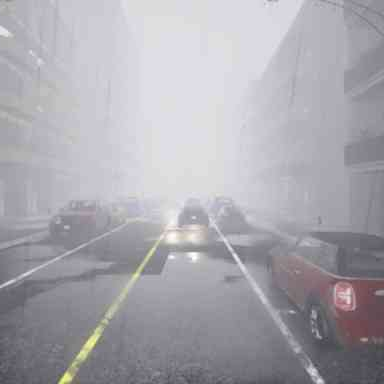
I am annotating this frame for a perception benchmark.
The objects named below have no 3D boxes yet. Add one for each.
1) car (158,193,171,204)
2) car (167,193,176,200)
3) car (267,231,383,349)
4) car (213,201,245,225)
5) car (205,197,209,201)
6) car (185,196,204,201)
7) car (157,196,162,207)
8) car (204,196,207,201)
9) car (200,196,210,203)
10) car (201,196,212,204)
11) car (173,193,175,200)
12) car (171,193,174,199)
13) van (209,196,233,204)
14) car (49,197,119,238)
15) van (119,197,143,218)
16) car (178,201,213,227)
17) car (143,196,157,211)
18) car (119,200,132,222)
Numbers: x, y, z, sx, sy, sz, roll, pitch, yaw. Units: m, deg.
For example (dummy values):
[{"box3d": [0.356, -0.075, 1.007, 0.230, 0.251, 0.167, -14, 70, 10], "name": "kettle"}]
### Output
[{"box3d": [-5.668, 1.263, 63.130, 2.192, 1.841, 5.009, 0, 0, 0], "name": "car"}, {"box3d": [-5.663, 1.293, 91.580, 2.192, 1.841, 5.009, 0, 0, 0], "name": "car"}, {"box3d": [2.698, 1.427, 6.225, 1.967, 1.590, 4.097, 0, 0, 0], "name": "car"}, {"box3d": [2.701, 1.542, 23.296, 1.802, 1.307, 4.206, 0, 0, 0], "name": "car"}, {"box3d": [2.704, 1.494, 34.675, 1.887, 1.381, 4.507, 0, 0, 0], "name": "car"}, {"box3d": [0.113, 1.425, 41.365, 1.882, 1.535, 5.008, 0, 0, 0], "name": "car"}, {"box3d": [-5.674, 1.529, 46.061, 1.802, 1.307, 4.206, 0, 0, 0], "name": "car"}, {"box3d": [2.708, 1.528, 51.746, 1.802, 1.307, 4.206, 0, 0, 0], "name": "car"}, {"box3d": [2.712, 1.531, 68.817, 1.802, 1.307, 4.206, 0, 0, 0], "name": "car"}, {"box3d": [2.711, 1.529, 63.127, 1.802, 1.307, 4.206, 0, 0, 0], "name": "car"}, {"box3d": [-5.666, 1.542, 80.200, 1.802, 1.307, 4.206, 0, 0, 0], "name": "car"}, {"box3d": [-5.667, 1.519, 74.511, 1.947, 1.339, 4.313, 0, 0, 0], "name": "car"}, {"box3d": [2.704, 1.295, 28.984, 1.690, 1.788, 3.998, 0, 0, 0], "name": "van"}, {"box3d": [-5.679, 1.283, 17.609, 2.192, 1.841, 5.009, 0, 0, 0], "name": "car"}, {"box3d": [-5.676, 1.296, 28.988, 1.690, 1.788, 3.998, 0, 0, 0], "name": "van"}, {"box3d": [0.106, 1.526, 22.346, 1.994, 1.385, 4.181, 0, 0, 0], "name": "car"}, {"box3d": [-5.674, 1.474, 40.199, 1.752, 1.417, 4.829, 0, 0, 0], "name": "car"}, {"box3d": [-5.679, 1.486, 23.131, 1.752, 1.417, 4.829, 0, 0, 0], "name": "car"}]
